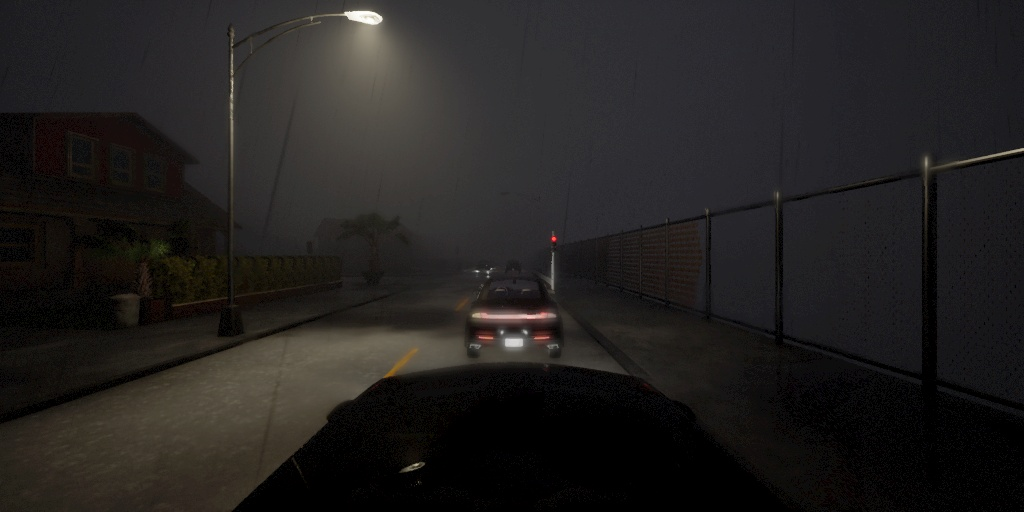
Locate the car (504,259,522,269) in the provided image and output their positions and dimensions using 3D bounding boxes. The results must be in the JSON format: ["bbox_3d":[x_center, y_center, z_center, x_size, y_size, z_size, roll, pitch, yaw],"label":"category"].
[{"bbox_3d":[0.128,1.254,44.458,1.837,1.490,4.892,0,0,0],"label":"car"}]

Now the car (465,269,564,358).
[{"bbox_3d":[0.055,1.242,8.445,2.128,1.511,4.902,0,0,0],"label":"car"}]

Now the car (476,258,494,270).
[{"bbox_3d":[-4.092,1.255,51.831,1.837,1.490,4.892,0,0,0],"label":"car"}]

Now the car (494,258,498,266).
[{"bbox_3d":[-4.072,1.297,61.697,2.033,1.411,5.357,0,0,0],"label":"car"}]
